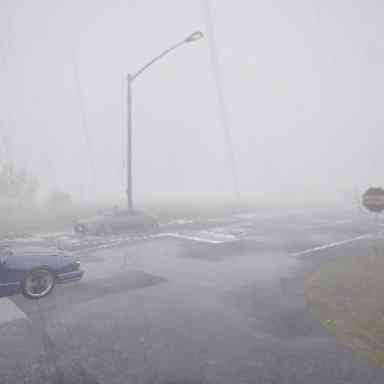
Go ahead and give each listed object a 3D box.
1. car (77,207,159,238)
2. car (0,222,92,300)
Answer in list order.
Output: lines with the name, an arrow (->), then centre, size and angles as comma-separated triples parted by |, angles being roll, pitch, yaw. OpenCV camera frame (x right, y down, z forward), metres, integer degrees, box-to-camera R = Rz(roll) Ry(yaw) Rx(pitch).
car -> -3.722, 1.476, 16.844 | 4.181, 1.385, 1.994 | -1, 1, -42
car -> -4.957, 1.541, 6.376 | 5.357, 1.411, 2.033 | -1, 1, -42
